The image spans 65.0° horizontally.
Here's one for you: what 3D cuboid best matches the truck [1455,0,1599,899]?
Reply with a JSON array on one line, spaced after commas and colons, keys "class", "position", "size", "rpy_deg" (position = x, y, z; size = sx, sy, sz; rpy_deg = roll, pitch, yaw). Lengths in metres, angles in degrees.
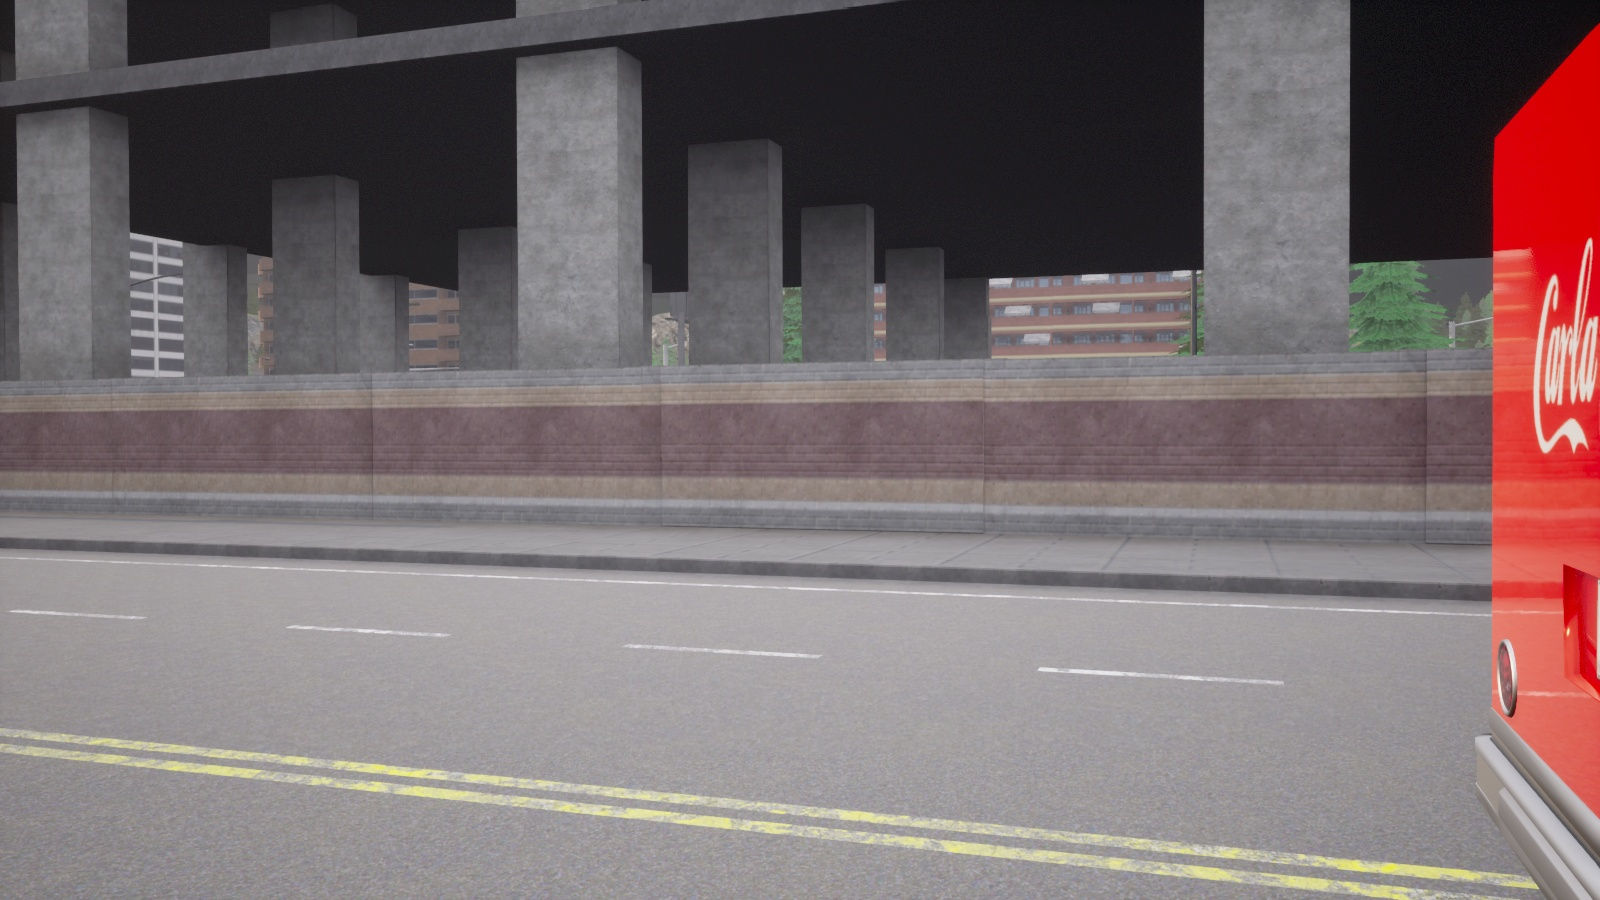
[{"class": "truck", "position": [4.085, 0.326, 1.809], "size": [5.204, 2.467, 2.627], "rpy_deg": [1, 1, 19]}]
